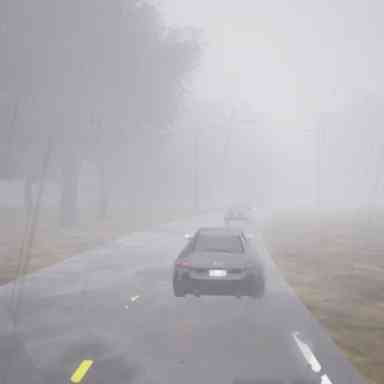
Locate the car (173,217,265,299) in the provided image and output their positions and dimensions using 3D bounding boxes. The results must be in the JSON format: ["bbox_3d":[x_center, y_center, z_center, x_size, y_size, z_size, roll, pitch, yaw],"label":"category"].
[{"bbox_3d":[0.704,1.598,8.657,1.994,1.385,4.181,0,0,5],"label":"car"}]

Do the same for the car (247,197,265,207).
[{"bbox_3d":[8.813,1.432,47.147,2.033,1.411,5.357,-1,0,28],"label":"car"}]

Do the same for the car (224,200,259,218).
[{"bbox_3d":[3.657,1.576,25.366,2.033,1.411,5.357,0,0,15],"label":"car"}]
